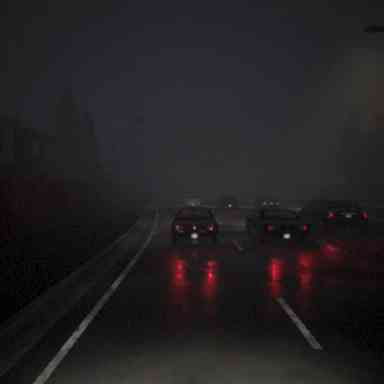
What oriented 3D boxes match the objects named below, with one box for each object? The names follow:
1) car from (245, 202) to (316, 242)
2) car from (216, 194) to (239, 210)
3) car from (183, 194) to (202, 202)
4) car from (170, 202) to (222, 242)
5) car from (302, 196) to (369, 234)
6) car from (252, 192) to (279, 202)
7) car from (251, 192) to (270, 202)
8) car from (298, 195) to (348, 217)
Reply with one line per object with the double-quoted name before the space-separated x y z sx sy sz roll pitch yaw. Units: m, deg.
"car" 3.602 1.355 14.829 1.895 1.301 4.718 0 1 0
"car" 3.569 0.956 33.516 1.837 1.490 4.892 0 2 0
"car" 0.073 0.959 34.453 1.812 1.442 4.674 0 1 0
"car" 0.102 1.355 14.897 1.895 1.301 4.718 0 1 0
"car" 7.102 1.068 17.192 2.097 1.767 4.553 0 1 0
"car" 7.059 1.020 32.055 2.033 1.411 5.357 0 1 0
"car" 10.606 0.715 51.728 1.994 1.385 4.181 0 1 0
"car" 10.603 1.041 27.348 2.128 1.511 4.902 0 1 0
